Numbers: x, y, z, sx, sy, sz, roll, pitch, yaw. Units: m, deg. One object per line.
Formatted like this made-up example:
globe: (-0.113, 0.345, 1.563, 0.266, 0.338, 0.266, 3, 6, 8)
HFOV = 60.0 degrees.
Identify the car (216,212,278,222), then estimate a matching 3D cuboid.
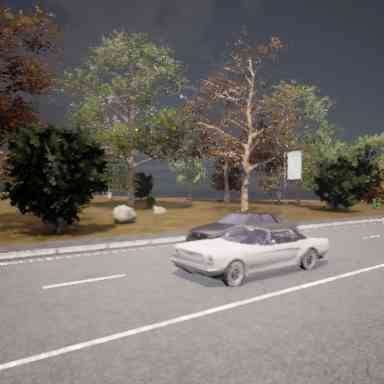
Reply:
car: (2.358, 1.561, 14.191, 5.357, 1.411, 2.033, 0, 0, -36)

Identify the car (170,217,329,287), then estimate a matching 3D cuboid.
car: (1.764, 1.608, 9.466, 4.718, 1.301, 1.895, 0, 0, -35)
